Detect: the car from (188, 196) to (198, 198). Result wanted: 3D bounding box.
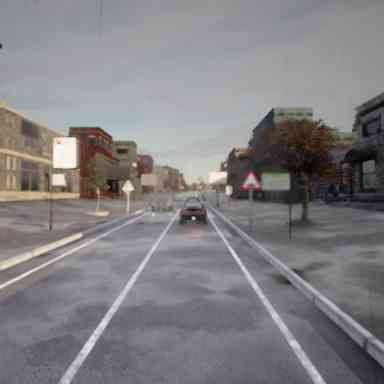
[{"bbox_3d":[0.107,1.335,42.163,2.033,1.649,4.856,0,0,0],"label":"car"}]

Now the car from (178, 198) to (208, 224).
[{"bbox_3d":[0.101,1.440,23.985,1.837,1.490,4.892,0,0,0],"label":"car"}]

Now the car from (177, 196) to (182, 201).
[{"bbox_3d":[-2.987,1.645,76.594,1.812,1.442,4.674,0,0,0],"label":"car"}]

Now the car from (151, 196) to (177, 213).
[{"bbox_3d":[-3.086,1.248,35.710,2.097,1.767,4.553,0,0,0],"label":"car"}]
